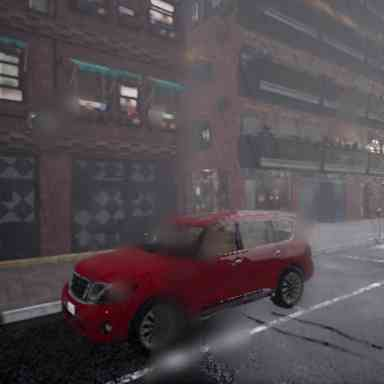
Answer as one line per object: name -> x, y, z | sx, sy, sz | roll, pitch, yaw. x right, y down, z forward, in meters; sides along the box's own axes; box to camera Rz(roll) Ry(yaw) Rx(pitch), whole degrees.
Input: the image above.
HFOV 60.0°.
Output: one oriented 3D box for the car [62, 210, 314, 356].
car -> 0.267, 1.332, 6.324 | 5.009, 1.841, 2.192 | -1, 1, -37
